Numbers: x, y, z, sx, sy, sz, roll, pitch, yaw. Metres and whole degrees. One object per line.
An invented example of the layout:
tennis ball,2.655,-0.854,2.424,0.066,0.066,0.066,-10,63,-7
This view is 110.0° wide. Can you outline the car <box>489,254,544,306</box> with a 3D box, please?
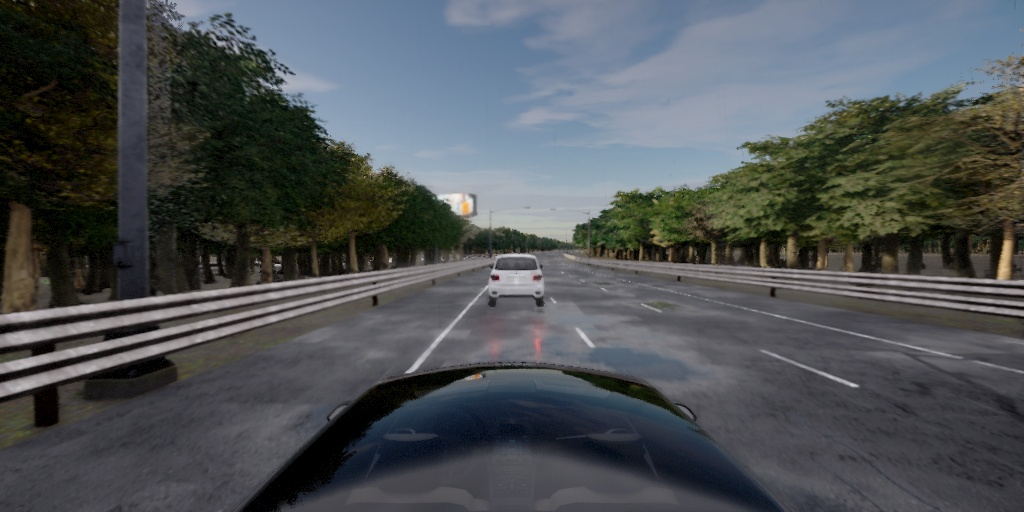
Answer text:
car,0.194,0.951,15.729,2.150,2.045,5.566,0,0,1
